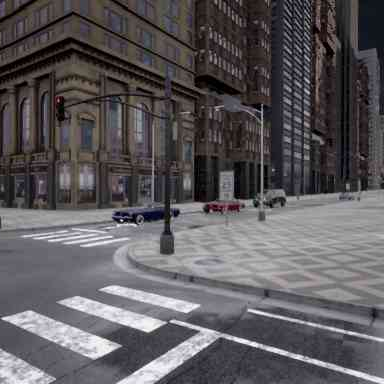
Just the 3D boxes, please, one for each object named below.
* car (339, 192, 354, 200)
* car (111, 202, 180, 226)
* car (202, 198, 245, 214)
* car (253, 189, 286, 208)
[{"bbox_3d":[27.091,0.683,58.143,2.033,1.411,5.357,0,1,33],"label":"car"},{"bbox_3d":[-2.908,1.350,21.583,1.895,1.301,4.718,0,1,36],"label":"car"},{"bbox_3d":[2.895,1.217,29.716,1.895,1.301,4.718,0,1,35],"label":"car"},{"bbox_3d":[9.035,0.696,38.323,2.150,2.045,5.566,0,1,36],"label":"car"}]
